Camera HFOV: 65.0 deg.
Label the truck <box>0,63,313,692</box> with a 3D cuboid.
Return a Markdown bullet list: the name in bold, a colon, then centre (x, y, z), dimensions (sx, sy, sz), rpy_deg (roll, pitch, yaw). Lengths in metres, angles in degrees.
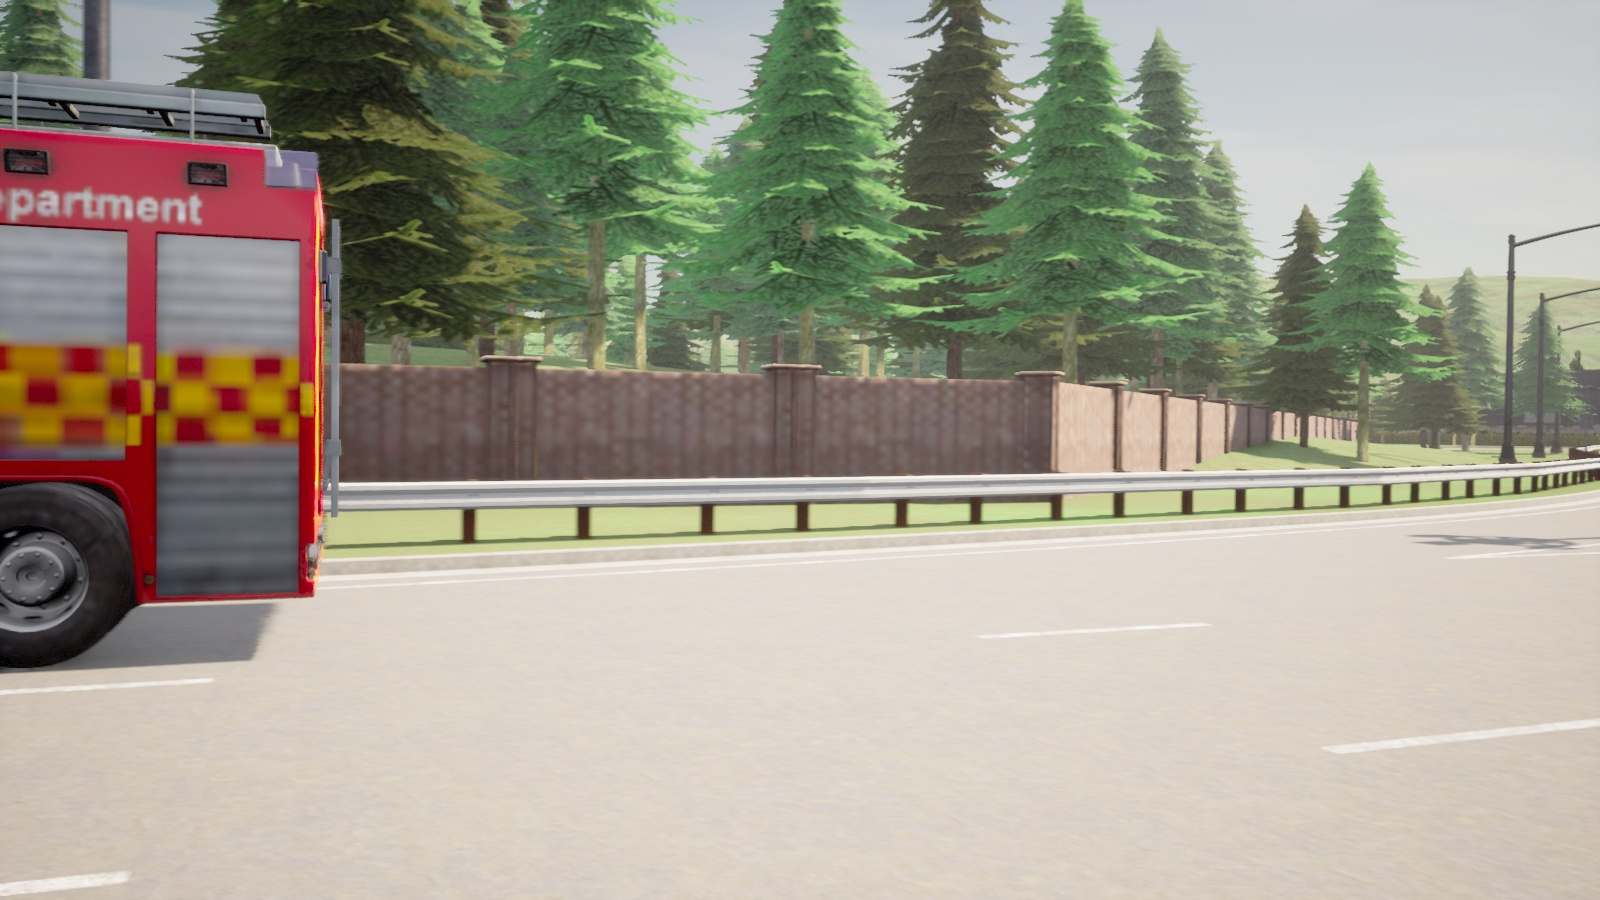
- **truck**: centre (-7.773, -0.410, 8.148), dimensions (8.468, 3.827, 2.891), rpy_deg (-1, 1, -20)
